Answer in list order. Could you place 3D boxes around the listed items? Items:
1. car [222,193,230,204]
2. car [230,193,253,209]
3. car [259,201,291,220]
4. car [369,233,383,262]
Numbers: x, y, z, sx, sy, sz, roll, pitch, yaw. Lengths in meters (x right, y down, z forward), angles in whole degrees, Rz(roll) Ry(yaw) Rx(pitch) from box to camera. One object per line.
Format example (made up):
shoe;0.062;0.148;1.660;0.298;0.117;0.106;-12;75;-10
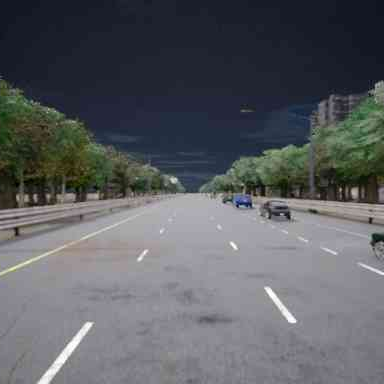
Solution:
car;7.017;1.250;64.569;2.150;2.045;5.566;0;0;0
car;6.997;1.247;46.346;2.150;2.045;5.566;0;0;0
car;6.998;1.507;28.314;1.837;1.490;4.892;0;0;0
car;7.000;1.601;9.252;1.895;1.301;4.718;0;0;0
